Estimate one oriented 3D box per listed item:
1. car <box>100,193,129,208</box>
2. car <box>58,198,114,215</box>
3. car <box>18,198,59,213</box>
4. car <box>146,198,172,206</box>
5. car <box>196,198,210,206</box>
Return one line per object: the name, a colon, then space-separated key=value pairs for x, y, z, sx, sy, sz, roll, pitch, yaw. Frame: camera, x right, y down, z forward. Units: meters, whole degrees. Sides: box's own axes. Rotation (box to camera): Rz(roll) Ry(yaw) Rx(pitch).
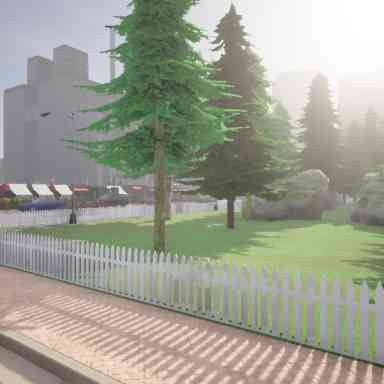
car: x=-11.122 y=1.221 z=45.561 sx=2.150 sy=2.045 sz=5.566 roll=0 pitch=0 yaw=34
car: x=-10.558 y=1.601 z=33.515 sx=1.895 sy=1.301 sz=4.718 roll=0 pitch=0 yaw=34
car: x=-16.769 y=1.478 z=37.201 sx=1.882 sy=1.535 sz=5.008 roll=0 pitch=0 yaw=34
car: x=-5.334 y=1.352 z=54.065 sx=2.097 sy=1.767 sz=4.553 roll=0 pitch=0 yaw=34
car: x=2.565 y=1.504 z=52.974 sx=1.837 sy=1.490 sz=4.892 roll=0 pitch=0 yaw=34
